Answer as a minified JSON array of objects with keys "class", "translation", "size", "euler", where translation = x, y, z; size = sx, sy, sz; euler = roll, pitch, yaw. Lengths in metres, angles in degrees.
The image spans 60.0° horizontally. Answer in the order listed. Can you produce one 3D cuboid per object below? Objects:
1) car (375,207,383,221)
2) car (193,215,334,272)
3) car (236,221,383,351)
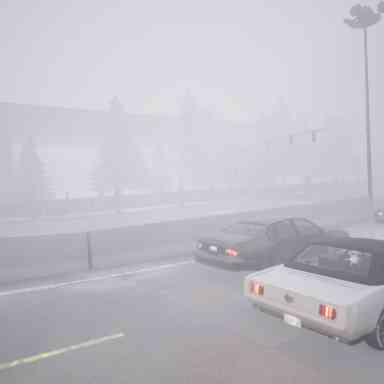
[{"class":"car","translation":[10.764,0.867,15.809],"size":[5.357,1.411,2.033],"euler":[-4,2,-36]},{"class":"car","translation":[2.578,1.401,9.917],"size":[5.357,1.411,2.033],"euler":[-2,1,-36]},{"class":"car","translation":[3.251,1.506,6.092],"size":[4.718,1.301,1.895],"euler":[-2,1,-36]}]
